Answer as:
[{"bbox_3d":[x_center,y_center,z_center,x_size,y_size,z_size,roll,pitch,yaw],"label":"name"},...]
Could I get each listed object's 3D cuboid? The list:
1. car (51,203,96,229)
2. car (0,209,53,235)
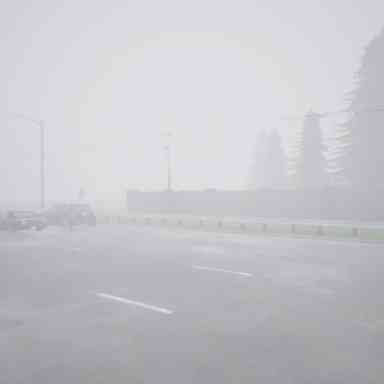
[{"bbox_3d":[-8.795,1.543,23.154,4.553,1.767,2.097,-1,0,36],"label":"car"},{"bbox_3d":[-10.875,1.792,20.341,4.718,1.301,1.895,-1,0,35],"label":"car"}]
